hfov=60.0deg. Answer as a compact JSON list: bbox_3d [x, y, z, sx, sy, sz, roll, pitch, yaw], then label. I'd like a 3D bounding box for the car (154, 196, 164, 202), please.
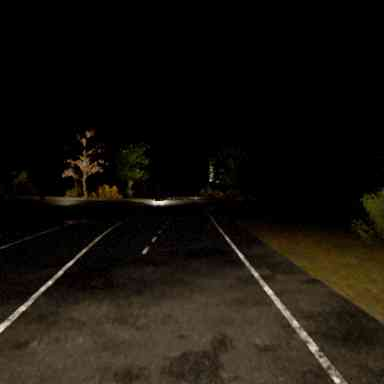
[{"bbox_3d":[-7.289,1.566,72.926,1.837,1.490,4.892,0,0,0],"label":"car"}]
